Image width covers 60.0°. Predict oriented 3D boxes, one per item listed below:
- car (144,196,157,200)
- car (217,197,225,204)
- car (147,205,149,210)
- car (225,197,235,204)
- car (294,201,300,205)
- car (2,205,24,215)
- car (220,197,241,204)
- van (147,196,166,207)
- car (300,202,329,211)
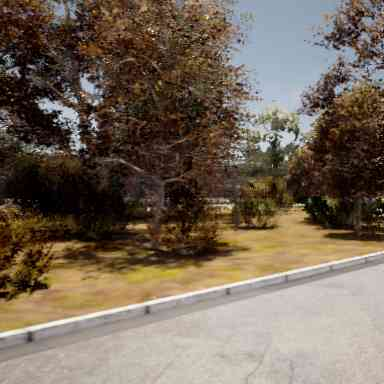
[{"bbox_3d":[-9.257,1.973,64.325,2.185,1.767,4.553,0,0,-36],"label":"car"},{"bbox_3d":[4.424,2.037,74.111,2.163,1.488,4.792,0,0,-36],"label":"car"},{"bbox_3d":[-8.201,2.143,49.031,2.231,1.521,4.892,0,0,-36],"label":"car"},{"bbox_3d":[6.795,1.990,75.614,1.946,1.575,5.366,0,0,-36],"label":"car"},{"bbox_3d":[19.004,1.968,68.499,2.097,1.535,5.008,0,0,-36],"label":"car"},{"bbox_3d":[-21.645,2.228,39.196,1.946,1.575,5.366,0,0,-36],"label":"car"},{"bbox_3d":[8.962,1.979,77.398,2.097,1.535,5.008,0,0,-36],"label":"car"},{"bbox_3d":[-7.063,1.857,66.076,1.878,1.987,4.442,0,0,-36],"label":"van"},{"bbox_3d":[15.047,1.642,37.138,2.128,1.511,4.902,4,-3,-34],"label":"car"}]
